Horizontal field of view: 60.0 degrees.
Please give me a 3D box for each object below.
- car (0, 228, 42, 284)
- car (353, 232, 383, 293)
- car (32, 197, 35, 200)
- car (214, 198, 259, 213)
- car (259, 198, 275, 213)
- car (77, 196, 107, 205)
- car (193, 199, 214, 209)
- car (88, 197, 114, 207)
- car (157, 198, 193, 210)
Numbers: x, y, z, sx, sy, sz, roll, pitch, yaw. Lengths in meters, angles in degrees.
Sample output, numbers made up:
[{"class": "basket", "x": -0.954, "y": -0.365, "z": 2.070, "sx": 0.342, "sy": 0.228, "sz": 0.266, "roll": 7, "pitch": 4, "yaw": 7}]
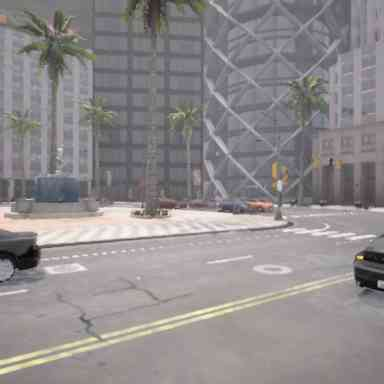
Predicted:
[{"class": "car", "x": -6.370, "y": 1.474, "z": 8.035, "sx": 5.008, "sy": 1.535, "sz": 1.882, "roll": 0, "pitch": 0, "yaw": -35}, {"class": "car", "x": 5.753, "y": 1.565, "z": 7.886, "sx": 4.892, "sy": 1.490, "sz": 1.837, "roll": 0, "pitch": 0, "yaw": -35}, {"class": "car", "x": -28.724, "y": 1.570, "z": 61.138, "sx": 4.902, "sy": 1.511, "sz": 2.128, "roll": 0, "pitch": 0, "yaw": -10}, {"class": "car", "x": 5.174, "y": 1.525, "z": 39.169, "sx": 2.097, "sy": 1.767, "sz": 4.553, "roll": 0, "pitch": 0, "yaw": -40}, {"class": "car", "x": 7.990, "y": 1.547, "z": 41.194, "sx": 2.097, "sy": 1.767, "sz": 4.553, "roll": 0, "pitch": 0, "yaw": -39}, {"class": "car", "x": -18.564, "y": 1.612, "z": 61.935, "sx": 5.008, "sy": 1.535, "sz": 1.882, "roll": 0, "pitch": 0, "yaw": 2}, {"class": "car", "x": 1.585, "y": 1.713, "z": 47.882, "sx": 4.674, "sy": 1.442, "sz": 1.812, "roll": 0, "pitch": 0, "yaw": 37}, {"class": "car", "x": -15.392, "y": 1.617, "z": 54.734, "sx": 4.902, "sy": 1.511, "sz": 2.128, "roll": 0, "pitch": 0, "yaw": 6}, {"class": "car", "x": -2.901, "y": 1.637, "z": 46.838, "sx": 5.008, "sy": 1.535, "sz": 1.882, "roll": 0, "pitch": 0, "yaw": 31}]
